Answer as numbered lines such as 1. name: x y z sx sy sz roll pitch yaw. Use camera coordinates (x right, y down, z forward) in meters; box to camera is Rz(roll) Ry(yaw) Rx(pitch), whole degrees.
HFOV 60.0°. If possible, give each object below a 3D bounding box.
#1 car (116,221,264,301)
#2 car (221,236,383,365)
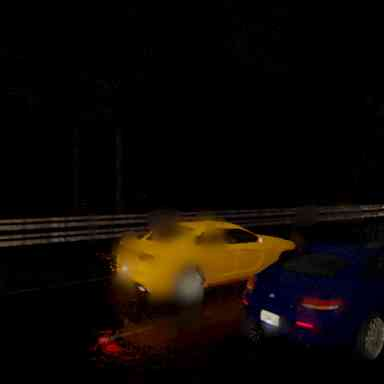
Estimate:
1. car: 0.598 1.491 8.466 5.008 1.535 1.882 0 0 -35
2. car: 2.924 1.540 5.824 4.674 1.442 1.812 0 0 -35
